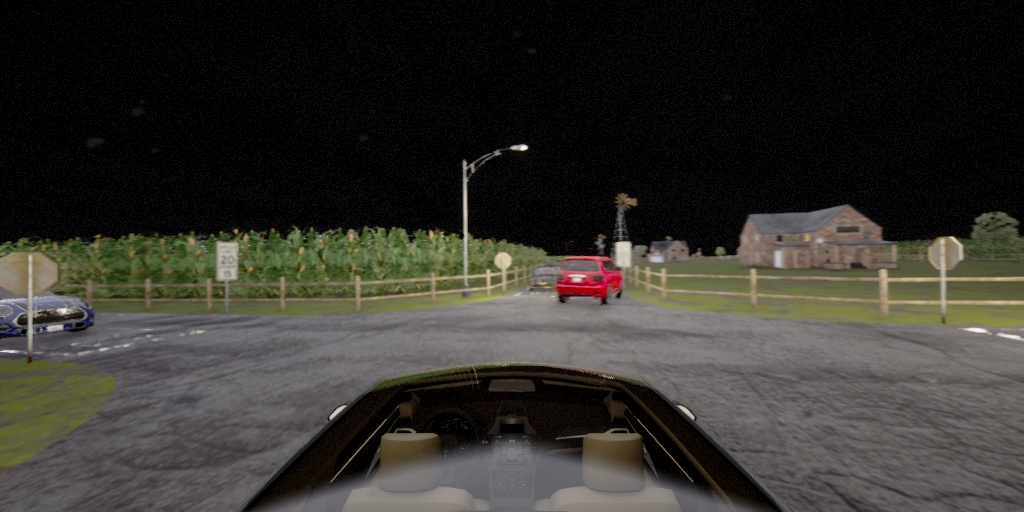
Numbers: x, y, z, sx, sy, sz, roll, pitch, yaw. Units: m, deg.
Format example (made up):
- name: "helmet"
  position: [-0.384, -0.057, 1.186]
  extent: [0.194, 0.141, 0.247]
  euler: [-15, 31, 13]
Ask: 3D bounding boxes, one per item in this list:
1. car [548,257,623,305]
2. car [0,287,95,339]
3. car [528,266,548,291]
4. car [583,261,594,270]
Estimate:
- name: "car"
  position: [3.737, 1.056, 16.772]
  extent: [2.150, 2.045, 5.566]
  euler: [0, 0, 25]
- name: "car"
  position: [-15.246, 1.522, 10.743]
  extent: [4.553, 1.767, 2.097]
  euler: [-1, -1, 13]
- name: "car"
  position: [2.242, 1.418, 23.121]
  extent: [1.837, 1.490, 4.892]
  euler: [-1, -1, 11]
- name: "car"
  position: [13.521, 1.662, 63.470]
  extent: [1.837, 1.490, 4.892]
  euler: [-1, -1, 12]
